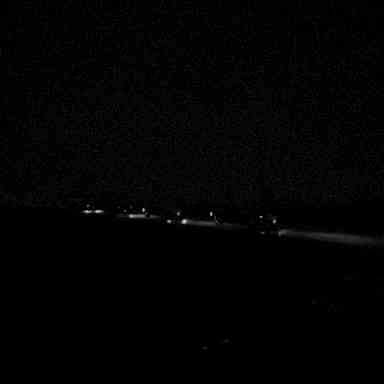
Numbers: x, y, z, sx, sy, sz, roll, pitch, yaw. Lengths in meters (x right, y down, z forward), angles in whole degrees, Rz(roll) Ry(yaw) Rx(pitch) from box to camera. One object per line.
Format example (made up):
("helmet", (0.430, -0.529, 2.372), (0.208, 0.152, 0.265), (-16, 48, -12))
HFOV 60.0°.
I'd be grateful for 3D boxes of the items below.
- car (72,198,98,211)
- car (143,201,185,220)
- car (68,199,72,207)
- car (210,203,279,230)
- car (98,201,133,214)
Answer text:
("car", (-14.170, 1.713, 44.962), (1.837, 1.490, 4.892), (1, -1, -36))
("car", (-2.510, 1.512, 28.749), (2.128, 1.511, 4.902), (1, -1, -36))
("car", (-20.734, 1.883, 59.015), (1.882, 1.535, 5.008), (1, -1, -36))
("car", (3.214, 1.437, 20.898), (2.128, 1.511, 4.902), (1, -1, -37))
("car", (-8.316, 1.711, 36.799), (1.895, 1.301, 4.718), (1, -1, -36))
